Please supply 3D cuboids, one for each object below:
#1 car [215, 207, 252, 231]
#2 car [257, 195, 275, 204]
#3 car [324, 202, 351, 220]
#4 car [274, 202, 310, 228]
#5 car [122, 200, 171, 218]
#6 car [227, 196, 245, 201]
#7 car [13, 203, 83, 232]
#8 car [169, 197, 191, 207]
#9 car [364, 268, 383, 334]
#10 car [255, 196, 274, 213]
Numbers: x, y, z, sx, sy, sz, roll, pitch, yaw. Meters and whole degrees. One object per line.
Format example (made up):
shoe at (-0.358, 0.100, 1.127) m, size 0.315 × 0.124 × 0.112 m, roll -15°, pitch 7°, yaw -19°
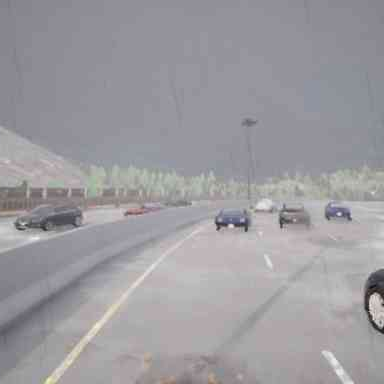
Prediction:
car at (2.664, 1.580, 20.513) m, size 1.895 × 1.301 × 4.718 m, roll 0°, pitch 0°, yaw 13°
car at (13.823, 1.435, 61.935) m, size 1.882 × 1.535 × 5.008 m, roll 0°, pitch 0°, yaw 31°
car at (12.135, 1.536, 27.891) m, size 1.812 × 1.442 × 4.674 m, roll 0°, pitch 0°, yaw 19°
car at (6.707, 1.486, 22.112) m, size 2.128 × 1.511 × 4.902 m, roll 0°, pitch 0°, yaw 14°
car at (-3.505, 1.544, 25.346) m, size 1.895 × 1.301 × 4.718 m, roll 0°, pitch 0°, yaw 15°
car at (7.759, 1.434, 58.602) m, size 2.128 × 1.511 × 4.902 m, roll 0°, pitch 0°, yaw 31°
car at (-8.366, 1.434, 19.819) m, size 1.837 × 1.490 × 4.892 m, roll 0°, pitch 0°, yaw 12°
car at (-2.043, 1.461, 48.442) m, size 2.033 × 1.411 × 5.357 m, roll 0°, pitch 0°, yaw 27°
car at (3.830, 1.516, 3.840) m, size 1.837 × 1.490 × 4.892 m, roll 0°, pitch 0°, yaw 2°
car at (8.374, 1.504, 37.302) m, size 1.812 × 1.442 × 4.674 m, roll 0°, pitch 0°, yaw 24°
